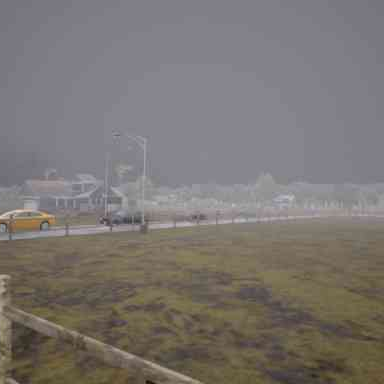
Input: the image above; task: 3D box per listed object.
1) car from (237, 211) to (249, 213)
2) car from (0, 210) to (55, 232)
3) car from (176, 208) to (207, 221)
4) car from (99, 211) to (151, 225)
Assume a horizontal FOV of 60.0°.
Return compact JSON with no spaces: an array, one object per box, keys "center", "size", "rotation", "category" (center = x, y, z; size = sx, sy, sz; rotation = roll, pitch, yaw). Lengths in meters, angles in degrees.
[{"center":[8.795,3.325,53.566],"size":[1.994,1.385,4.181],"rotation":[0,-2,35],"category":"car"},{"center":[-12.345,2.030,23.811],"size":[1.882,1.535,5.008],"rotation":[0,-2,34],"category":"car"},{"center":[-0.129,2.759,41.127],"size":[2.097,1.767,4.553],"rotation":[0,-2,36],"category":"car"},{"center":[-6.345,2.516,32.365],"size":[2.033,1.411,5.357],"rotation":[0,-2,35],"category":"car"}]
